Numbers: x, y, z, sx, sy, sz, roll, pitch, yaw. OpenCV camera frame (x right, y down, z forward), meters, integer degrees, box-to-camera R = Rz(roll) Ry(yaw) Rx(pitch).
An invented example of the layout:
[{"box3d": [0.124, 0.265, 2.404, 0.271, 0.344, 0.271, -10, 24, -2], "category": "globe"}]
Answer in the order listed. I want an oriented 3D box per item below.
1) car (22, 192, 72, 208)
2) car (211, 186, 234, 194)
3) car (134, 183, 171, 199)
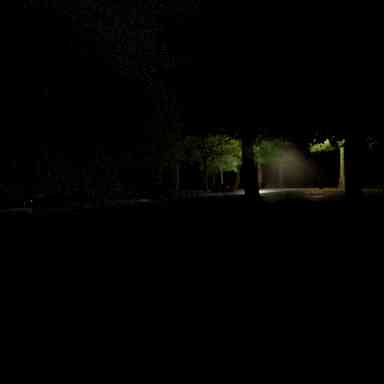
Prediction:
[{"box3d": [-14.213, 0.732, 32.843, 1.812, 1.442, 4.674, -1, 2, 37], "category": "car"}, {"box3d": [5.292, -0.402, 58.003, 1.895, 1.301, 4.718, -1, 2, 38], "category": "car"}, {"box3d": [-5.246, -0.145, 44.427, 2.150, 2.045, 5.566, -1, 1, 38], "category": "car"}]
